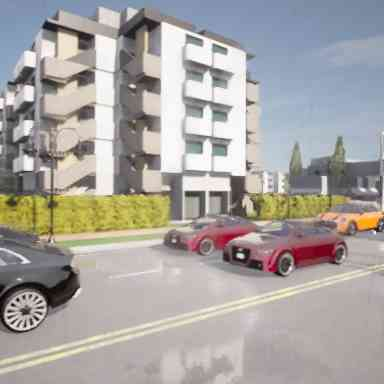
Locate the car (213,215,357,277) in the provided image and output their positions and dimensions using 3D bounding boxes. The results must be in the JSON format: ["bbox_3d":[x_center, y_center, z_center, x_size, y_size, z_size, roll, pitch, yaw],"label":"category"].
[{"bbox_3d":[2.985,1.600,10.407,4.181,1.385,1.994,0,0,-35],"label":"car"}]

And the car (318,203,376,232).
[{"bbox_3d":[8.917,1.431,18.921,4.553,1.767,2.097,0,0,-35],"label":"car"}]

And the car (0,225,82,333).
[{"bbox_3d":[-4.291,1.489,5.223,4.902,1.511,2.128,0,0,-35],"label":"car"}]

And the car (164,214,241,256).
[{"bbox_3d":[0.974,1.600,13.277,4.181,1.385,1.994,0,0,-36],"label":"car"}]

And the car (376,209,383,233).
[{"bbox_3d":[11.439,1.559,16.419,5.008,1.535,1.882,0,0,-35],"label":"car"}]
